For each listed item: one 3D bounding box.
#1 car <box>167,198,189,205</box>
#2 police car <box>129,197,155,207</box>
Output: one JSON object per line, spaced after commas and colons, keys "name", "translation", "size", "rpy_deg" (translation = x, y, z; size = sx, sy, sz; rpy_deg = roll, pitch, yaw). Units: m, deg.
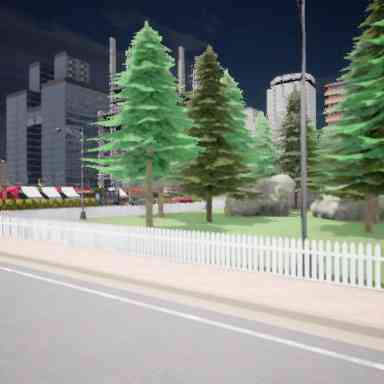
{"name": "car", "translation": [-2.119, 1.455, 59.036], "size": [2.150, 2.045, 5.566], "rpy_deg": [0, -1, 35]}
{"name": "police car", "translation": [-8.394, 1.679, 55.936], "size": [1.930, 1.638, 5.238], "rpy_deg": [0, 0, 34]}
